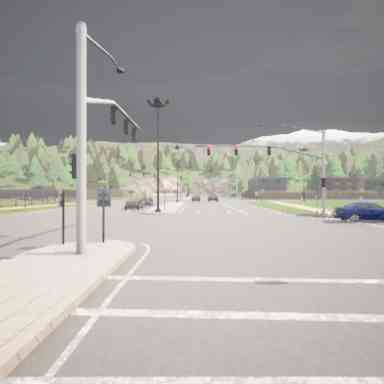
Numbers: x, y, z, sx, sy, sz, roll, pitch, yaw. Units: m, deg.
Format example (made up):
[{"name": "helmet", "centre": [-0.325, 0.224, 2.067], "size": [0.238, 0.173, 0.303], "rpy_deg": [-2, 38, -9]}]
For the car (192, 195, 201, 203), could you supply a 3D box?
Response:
[{"name": "car", "centre": [0.877, 1.406, 69.806], "size": [2.128, 1.511, 4.902], "rpy_deg": [0, 0, 1]}]

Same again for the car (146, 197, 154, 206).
[{"name": "car", "centre": [-7.422, 1.529, 54.324], "size": [2.128, 1.511, 4.902], "rpy_deg": [0, 0, 1]}]

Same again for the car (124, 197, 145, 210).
[{"name": "car", "centre": [-7.575, 1.555, 43.609], "size": [1.812, 1.442, 4.674], "rpy_deg": [0, 0, 0]}]

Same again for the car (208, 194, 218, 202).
[{"name": "car", "centre": [4.376, 1.236, 69.731], "size": [2.097, 1.767, 4.553], "rpy_deg": [0, 0, 1]}]

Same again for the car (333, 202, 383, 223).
[{"name": "car", "centre": [13.221, 1.494, 24.958], "size": [5.008, 1.535, 1.882], "rpy_deg": [0, 0, 0]}]
